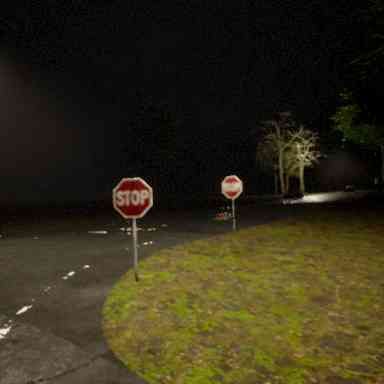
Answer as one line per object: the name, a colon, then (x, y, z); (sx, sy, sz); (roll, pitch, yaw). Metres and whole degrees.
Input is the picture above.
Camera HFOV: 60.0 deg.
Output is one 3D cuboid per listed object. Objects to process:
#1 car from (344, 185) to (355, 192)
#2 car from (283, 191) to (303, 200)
car: (35.893, -0.731, 75.637); (2.128, 1.511, 4.902); (-3, 0, 33)
car: (16.521, 0.527, 54.097); (2.033, 1.411, 5.357); (-4, 0, 34)
